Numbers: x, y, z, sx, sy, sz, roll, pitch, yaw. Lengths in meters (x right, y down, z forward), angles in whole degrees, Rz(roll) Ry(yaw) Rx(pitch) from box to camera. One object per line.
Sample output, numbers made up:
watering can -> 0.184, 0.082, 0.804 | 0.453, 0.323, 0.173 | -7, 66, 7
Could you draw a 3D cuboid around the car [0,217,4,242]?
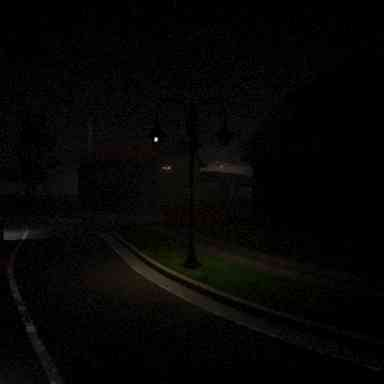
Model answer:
car -> -8.510, 1.430, 12.761 | 1.882, 1.535, 5.008 | 0, 0, -23
